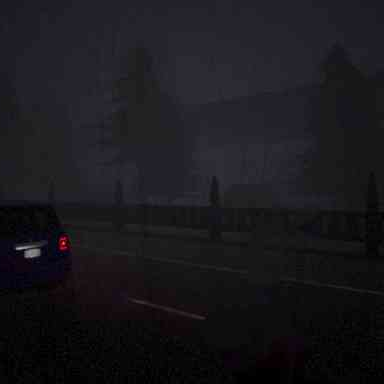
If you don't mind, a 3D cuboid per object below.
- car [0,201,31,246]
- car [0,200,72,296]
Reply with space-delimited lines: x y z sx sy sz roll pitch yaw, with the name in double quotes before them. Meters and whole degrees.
"car" -9.541 1.315 15.011 4.553 1.767 2.097 0 0 34
"car" -5.095 1.203 7.629 5.566 2.045 2.150 0 0 36
